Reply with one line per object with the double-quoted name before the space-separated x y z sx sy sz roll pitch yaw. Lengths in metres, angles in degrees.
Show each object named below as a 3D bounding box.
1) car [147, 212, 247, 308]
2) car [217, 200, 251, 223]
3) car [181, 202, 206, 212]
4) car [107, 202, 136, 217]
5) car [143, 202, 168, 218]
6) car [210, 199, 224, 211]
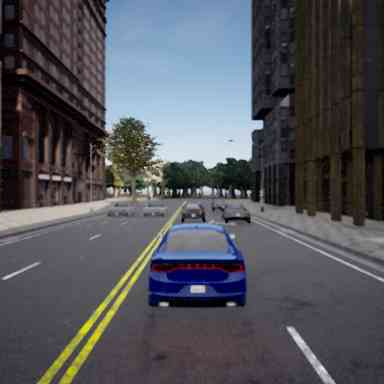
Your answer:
"car" 0.098 1.484 8.064 1.882 1.535 5.008 0 0 0
"car" 3.305 1.584 25.775 1.994 1.385 4.181 0 0 1
"car" 0.111 1.546 26.479 1.812 1.442 4.674 0 0 0
"car" -6.599 1.624 31.289 1.895 1.301 4.718 0 0 0
"car" -3.349 1.624 30.888 1.895 1.301 4.718 0 0 0
"car" 3.289 1.579 41.053 2.033 1.411 5.357 0 0 1
